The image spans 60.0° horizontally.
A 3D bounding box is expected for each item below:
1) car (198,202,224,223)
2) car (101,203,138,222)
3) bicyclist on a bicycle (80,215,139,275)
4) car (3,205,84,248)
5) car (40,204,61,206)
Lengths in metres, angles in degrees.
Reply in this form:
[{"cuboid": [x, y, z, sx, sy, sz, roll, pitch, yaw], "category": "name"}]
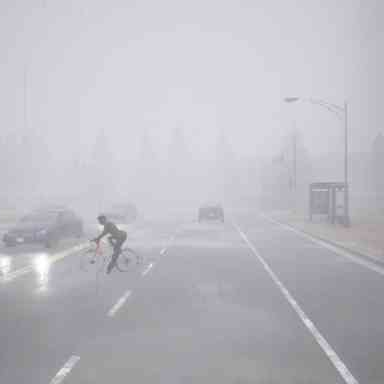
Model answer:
[{"cuboid": [1.492, 1.478, 25.943, 1.882, 1.535, 5.008, 0, 0, 3], "category": "car"}, {"cuboid": [-5.595, 1.547, 26.355, 2.033, 1.411, 5.357, 0, 0, 3], "category": "car"}, {"cuboid": [-2.287, 1.455, 9.140, 1.656, 1.620, 0.582, -2, 0, 3], "category": "bicyclist on a bicycle"}, {"cuboid": [-6.340, 1.526, 14.848, 1.812, 1.442, 4.674, 0, 0, 3], "category": "car"}, {"cuboid": [-9.393, 1.525, 21.980, 1.812, 1.442, 4.674, 0, 0, 4], "category": "car"}]
